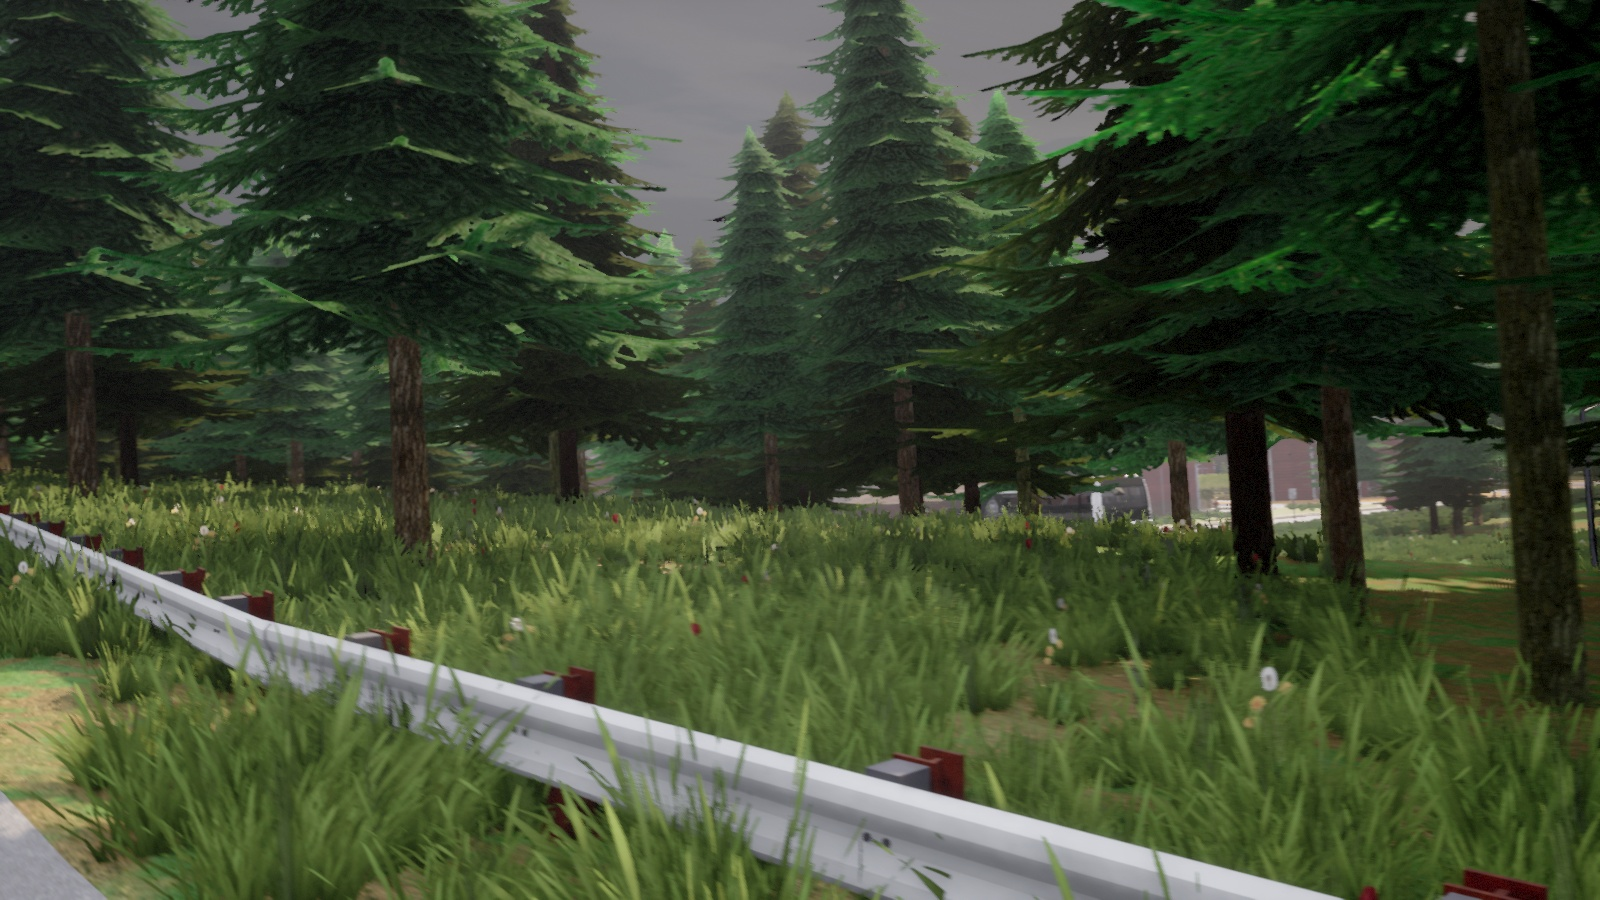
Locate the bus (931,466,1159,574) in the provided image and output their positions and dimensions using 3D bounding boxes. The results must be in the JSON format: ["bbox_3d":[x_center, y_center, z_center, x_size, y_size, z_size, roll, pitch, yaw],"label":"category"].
[{"bbox_3d":[10.855,3.275,57.277,3.944,4.253,10.273,-3,-3,-32],"label":"bus"}]
